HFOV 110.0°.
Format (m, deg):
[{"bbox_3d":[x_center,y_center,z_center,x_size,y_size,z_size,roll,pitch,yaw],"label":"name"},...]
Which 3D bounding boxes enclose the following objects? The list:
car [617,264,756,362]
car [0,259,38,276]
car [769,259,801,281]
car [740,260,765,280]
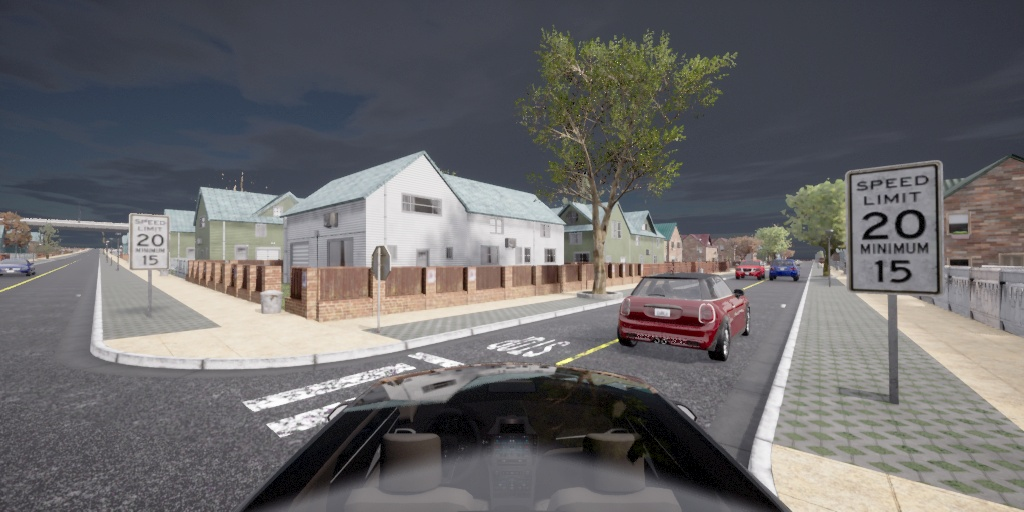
[{"bbox_3d":[4.383,1.175,8.812,2.097,1.767,4.553,-1,-1,40],"label":"car"},{"bbox_3d":[-42.114,0.967,30.394,4.674,1.442,1.812,1,0,41],"label":"car"},{"bbox_3d":[26.815,1.362,35.298,2.150,2.045,5.566,-1,-1,40],"label":"car"},{"bbox_3d":[24.973,1.395,37.493,2.150,2.045,5.566,-1,-1,40],"label":"car"}]
